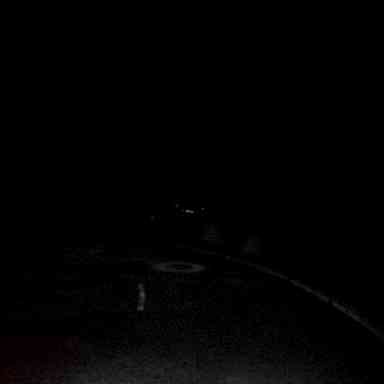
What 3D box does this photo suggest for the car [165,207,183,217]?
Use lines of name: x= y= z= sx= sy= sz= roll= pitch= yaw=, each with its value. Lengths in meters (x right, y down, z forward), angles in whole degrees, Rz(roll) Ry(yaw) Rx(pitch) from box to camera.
car: x=-3.027 y=2.791 z=46.257 sx=1.994 sy=1.385 sz=4.181 roll=0 pitch=-2 yaw=32

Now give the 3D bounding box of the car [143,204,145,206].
car: x=-12.395 y=2.551 z=73.337 sx=4.718 sy=1.301 sz=1.895 roll=3 pitch=-2 yaw=42

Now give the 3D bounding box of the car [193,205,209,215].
car: x=1.610 y=3.093 z=58.291 sx=2.128 sy=1.511 sz=4.902 roll=4 pitch=-1 yaw=-18
